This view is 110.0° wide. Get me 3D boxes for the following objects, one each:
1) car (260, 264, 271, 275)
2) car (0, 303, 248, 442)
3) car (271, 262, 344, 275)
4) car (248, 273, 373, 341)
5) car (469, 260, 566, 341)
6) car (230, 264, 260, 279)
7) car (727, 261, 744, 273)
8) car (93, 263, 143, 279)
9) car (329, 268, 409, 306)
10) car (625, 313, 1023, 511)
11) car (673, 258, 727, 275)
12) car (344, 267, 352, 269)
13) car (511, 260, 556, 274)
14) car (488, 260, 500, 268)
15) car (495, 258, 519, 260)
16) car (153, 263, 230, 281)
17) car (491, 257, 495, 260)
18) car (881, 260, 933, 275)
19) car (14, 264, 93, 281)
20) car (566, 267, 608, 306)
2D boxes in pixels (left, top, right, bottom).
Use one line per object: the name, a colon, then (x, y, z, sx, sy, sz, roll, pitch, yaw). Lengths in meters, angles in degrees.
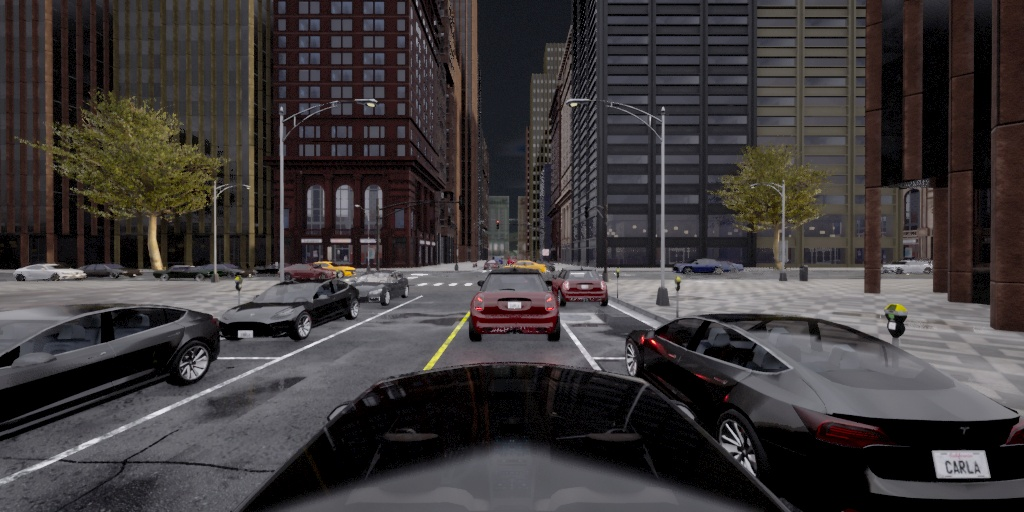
car: (-24.522, 1.407, 37.107, 4.718, 1.301, 1.895, 0, 0, 0)
car: (-5.760, 1.316, 4.288, 1.948, 1.339, 4.313, 0, 0, 0)
car: (-17.233, 1.344, 30.415, 4.674, 1.442, 1.812, 0, 0, -2)
car: (-5.754, 1.316, 9.925, 1.948, 1.339, 4.313, 0, 0, 0)
car: (0.077, 1.102, 10.017, 2.097, 1.767, 4.553, 0, 0, 1)
car: (-27.249, 1.378, 33.657, 5.357, 1.411, 2.033, 0, 0, 0)
car: (23.077, 1.221, 40.406, 5.357, 1.411, 2.033, 0, 0, 0)
car: (-38.109, 1.409, 33.644, 5.357, 1.411, 2.033, 0, 0, -1)
car: (-5.747, 1.301, 15.562, 2.007, 1.370, 4.403, 0, 0, 0)
car: (2.765, 1.316, 4.281, 1.948, 1.339, 4.313, 0, 0, 0)
car: (19.145, 1.049, 37.150, 4.553, 1.767, 2.097, 0, 0, 0)
car: (-17.306, 1.281, 33.660, 5.008, 1.535, 1.882, 0, 0, 1)
car: (2.377, 1.254, 40.384, 4.892, 1.490, 1.837, 0, 0, 0)
car: (-3.011, 1.379, 61.377, 1.895, 1.301, 4.718, 0, 0, 0)
car: (1.001, 1.236, 37.139, 5.008, 1.535, 1.882, 0, 0, 0)
car: (-27.259, 1.447, 30.405, 4.718, 1.301, 1.895, 0, 0, 0)
car: (-3.011, 1.295, 52.021, 1.812, 1.442, 4.674, 0, 0, 1)
car: (40.754, 1.179, 37.144, 4.674, 1.442, 1.812, 0, 0, 0)
car: (-39.170, 1.406, 30.407, 4.674, 1.442, 1.812, 0, 0, 0)
car: (2.778, 1.190, 15.553, 1.967, 1.591, 4.097, 0, 0, 0)
